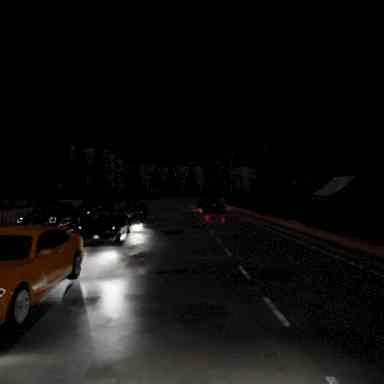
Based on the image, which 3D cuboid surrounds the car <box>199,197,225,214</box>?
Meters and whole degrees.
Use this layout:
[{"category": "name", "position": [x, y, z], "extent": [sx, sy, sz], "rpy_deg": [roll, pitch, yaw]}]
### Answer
[{"category": "car", "position": [2.175, 1.296, 35.442], "extent": [2.097, 1.767, 4.553], "rpy_deg": [-1, 0, -2]}]

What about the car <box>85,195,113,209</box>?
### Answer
[{"category": "car", "position": [-8.157, 1.263, 28.682], "extent": [2.150, 2.045, 5.566], "rpy_deg": [-1, 0, -2]}]

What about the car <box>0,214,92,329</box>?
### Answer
[{"category": "car", "position": [-3.828, 1.503, 7.156], "extent": [1.882, 1.535, 5.008], "rpy_deg": [-1, 0, -2]}]

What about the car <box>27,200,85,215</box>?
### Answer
[{"category": "car", "position": [-7.766, 1.401, 18.338], "extent": [2.097, 1.767, 4.553], "rpy_deg": [-1, 0, -2]}]

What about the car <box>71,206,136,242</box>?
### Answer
[{"category": "car", "position": [-4.188, 1.620, 16.479], "extent": [1.895, 1.301, 4.718], "rpy_deg": [-1, 0, -2]}]

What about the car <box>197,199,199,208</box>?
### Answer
[{"category": "car", "position": [1.727, 1.461, 47.523], "extent": [1.812, 1.442, 4.674], "rpy_deg": [-1, 0, -2]}]

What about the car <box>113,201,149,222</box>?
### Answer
[{"category": "car", "position": [-4.571, 1.504, 26.604], "extent": [2.128, 1.511, 4.902], "rpy_deg": [-1, 0, -2]}]
